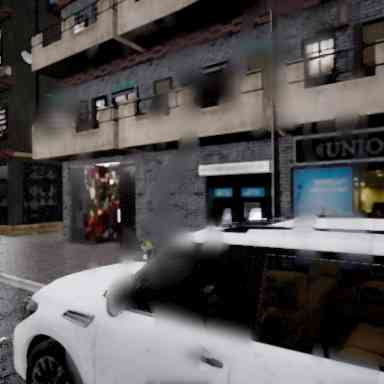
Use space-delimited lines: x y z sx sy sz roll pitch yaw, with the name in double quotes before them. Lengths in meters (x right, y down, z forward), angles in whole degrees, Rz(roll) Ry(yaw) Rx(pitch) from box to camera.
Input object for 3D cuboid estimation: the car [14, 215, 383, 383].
"car" 0.755 1.235 2.847 5.566 2.045 2.150 -1 0 35
